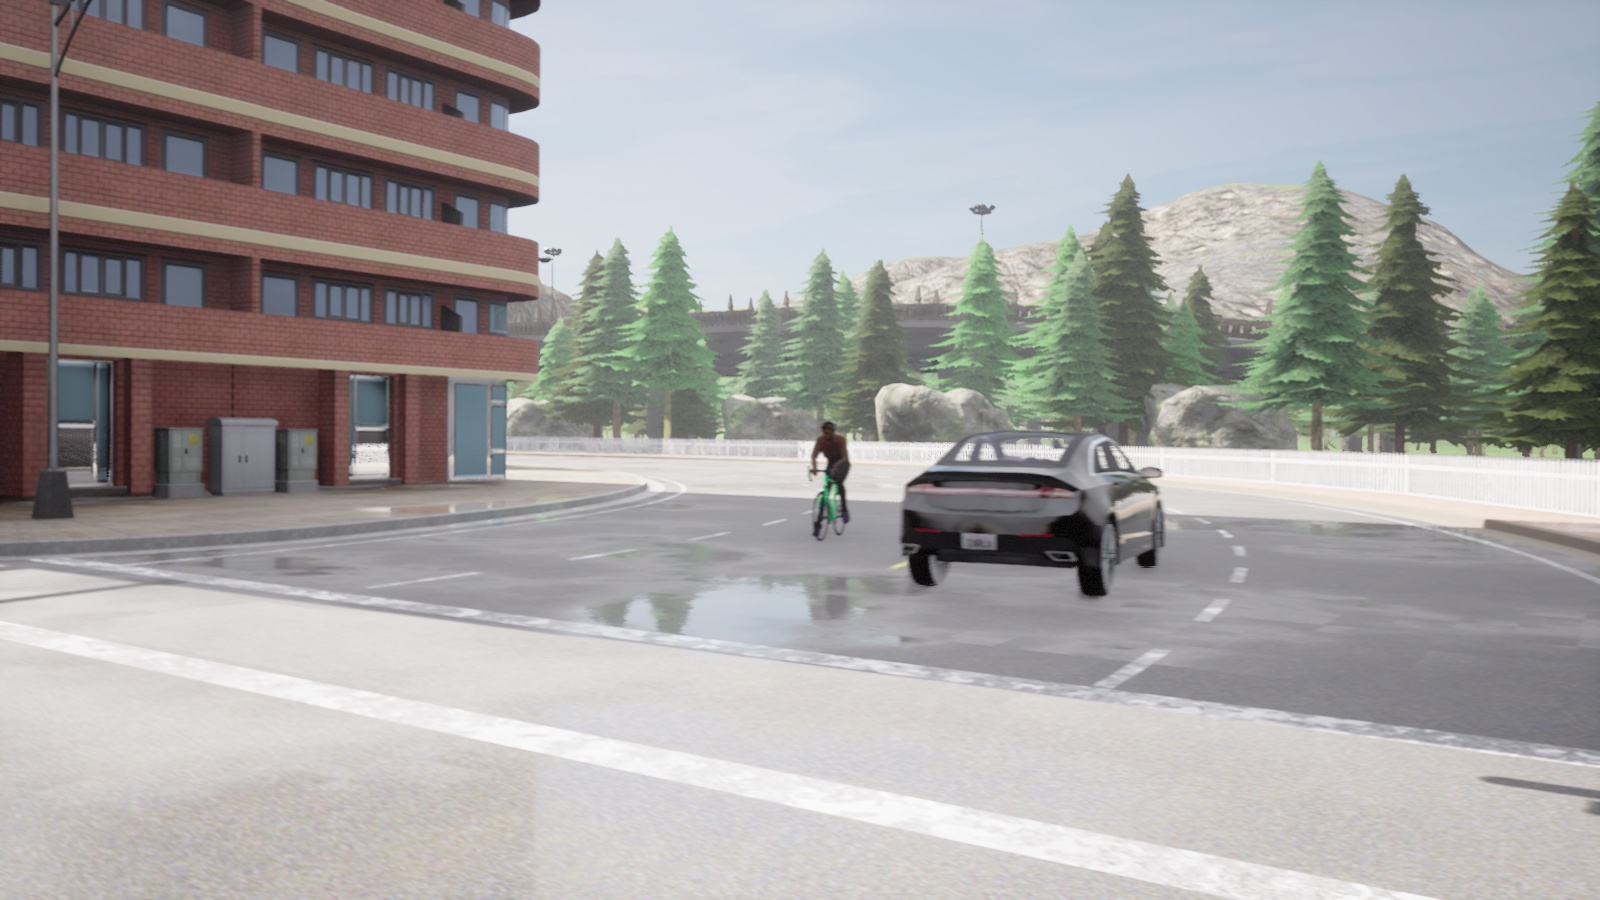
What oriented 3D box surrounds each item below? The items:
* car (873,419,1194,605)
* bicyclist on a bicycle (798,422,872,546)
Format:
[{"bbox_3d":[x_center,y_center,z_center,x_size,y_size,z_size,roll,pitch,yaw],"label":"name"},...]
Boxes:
[{"bbox_3d":[2.631,0.472,12.900,2.128,1.511,4.902,0,1,24],"label":"car"},{"bbox_3d":[0.503,0.430,17.350,0.582,1.620,1.656,0,1,17],"label":"bicyclist on a bicycle"}]
